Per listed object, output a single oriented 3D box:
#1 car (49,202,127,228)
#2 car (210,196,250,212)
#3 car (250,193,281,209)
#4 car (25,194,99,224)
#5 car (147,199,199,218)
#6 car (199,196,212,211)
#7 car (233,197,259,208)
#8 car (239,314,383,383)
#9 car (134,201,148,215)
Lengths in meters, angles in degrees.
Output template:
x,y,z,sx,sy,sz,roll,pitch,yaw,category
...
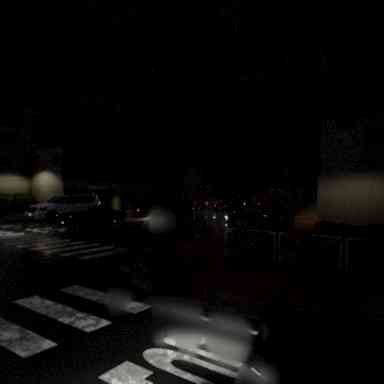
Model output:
x,y,z,sx,sy,sz,roll,pitch,yaw,category
-6.708,1.577,22.345,1.895,1.301,4.718,0,0,36,car
4.368,1.481,37.857,1.837,1.490,4.892,0,0,35,car
10.528,1.195,46.426,2.150,2.045,5.566,0,0,36,car
-9.331,1.193,24.726,2.150,2.045,5.566,0,0,36,car
-1.599,1.540,29.507,1.994,1.385,4.181,0,0,35,car
2.181,1.324,40.818,2.097,1.767,4.553,0,0,36,car
8.018,1.477,48.932,1.837,1.490,4.892,0,0,36,car
2.568,1.527,2.163,4.674,1.442,1.812,0,0,35,car
-3.547,1.463,32.798,2.128,1.511,4.902,0,0,36,car
